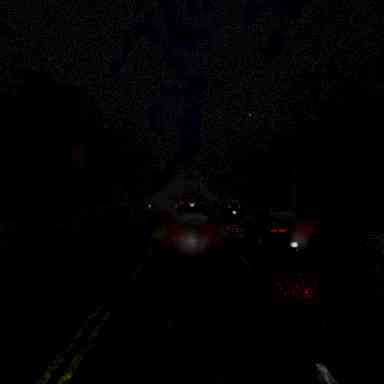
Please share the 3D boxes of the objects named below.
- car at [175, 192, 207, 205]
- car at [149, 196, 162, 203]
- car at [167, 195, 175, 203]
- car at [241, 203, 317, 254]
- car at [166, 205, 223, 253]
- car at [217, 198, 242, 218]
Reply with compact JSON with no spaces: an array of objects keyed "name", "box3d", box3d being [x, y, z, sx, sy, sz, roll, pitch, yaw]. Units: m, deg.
[{"name":"car","box3d":[0.037,1.023,26.906,2.150,2.045,5.566,0,1,1]},{"name":"car","box3d":[-6.544,1.319,59.138,1.895,1.301,4.718,0,0,1]},{"name":"car","box3d":[-3.308,1.280,58.448,1.994,1.385,4.181,0,0,0]},{"name":"car","box3d":[3.295,1.392,13.029,1.837,1.490,4.892,0,1,0]},{"name":"car","box3d":[0.047,1.414,12.969,1.812,1.442,4.674,0,0,1]},{"name":"car","box3d":[3.294,1.300,28.068,1.837,1.490,4.892,0,1,0]}]
